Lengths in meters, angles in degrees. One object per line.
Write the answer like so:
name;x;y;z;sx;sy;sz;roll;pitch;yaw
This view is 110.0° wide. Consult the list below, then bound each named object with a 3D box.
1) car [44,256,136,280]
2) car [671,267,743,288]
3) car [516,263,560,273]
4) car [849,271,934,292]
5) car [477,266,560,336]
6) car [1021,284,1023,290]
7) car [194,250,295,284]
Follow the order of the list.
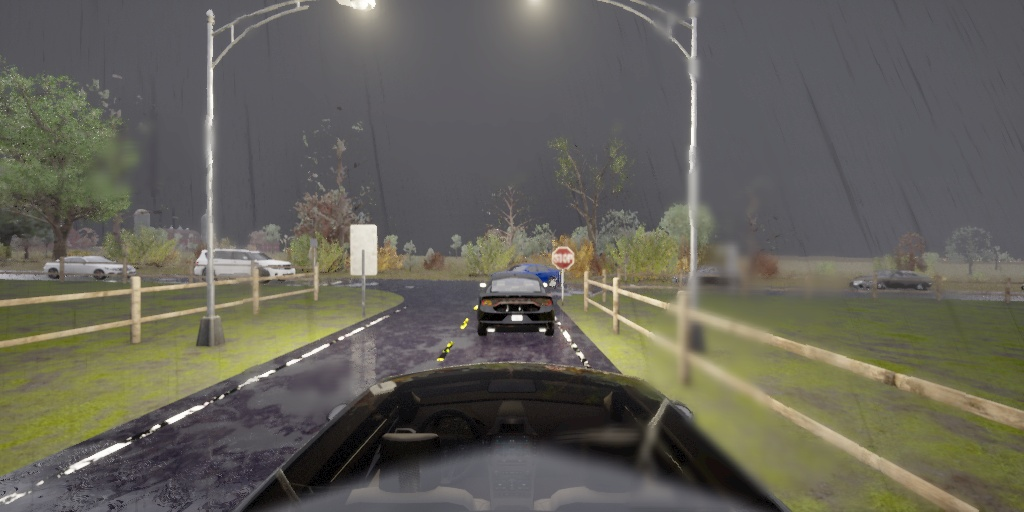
car;-27.209;0.722;23.149;4.674;1.442;1.812;1;1;0
car;14.230;1.543;26.091;4.902;1.511;2.128;1;1;0
car;0.845;1.226;22.432;5.008;1.535;1.882;1;0;-39
car;27.498;1.825;26.085;4.902;1.511;2.128;1;1;0
car;0.064;1.223;10.429;1.882;1.535;5.008;0;0;-1
car;40.331;2.111;26.054;4.892;1.490;1.837;2;1;0
car;-17.161;0.636;23.147;5.566;2.045;2.150;1;1;0
